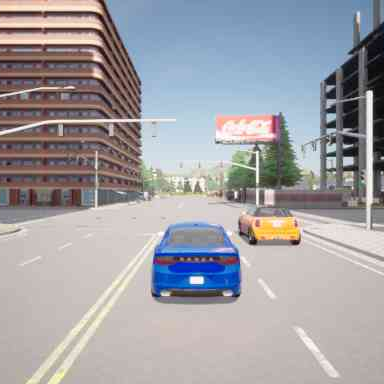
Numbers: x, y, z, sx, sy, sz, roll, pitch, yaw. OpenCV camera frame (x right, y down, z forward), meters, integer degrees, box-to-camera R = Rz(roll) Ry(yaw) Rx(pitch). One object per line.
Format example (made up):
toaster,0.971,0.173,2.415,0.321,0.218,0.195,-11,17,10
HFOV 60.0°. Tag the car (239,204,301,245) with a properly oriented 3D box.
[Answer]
car,3.472,1.352,15.708,2.097,1.767,4.553,0,0,0

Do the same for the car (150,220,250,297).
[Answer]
car,0.084,1.478,8.619,1.882,1.535,5.008,0,0,0
